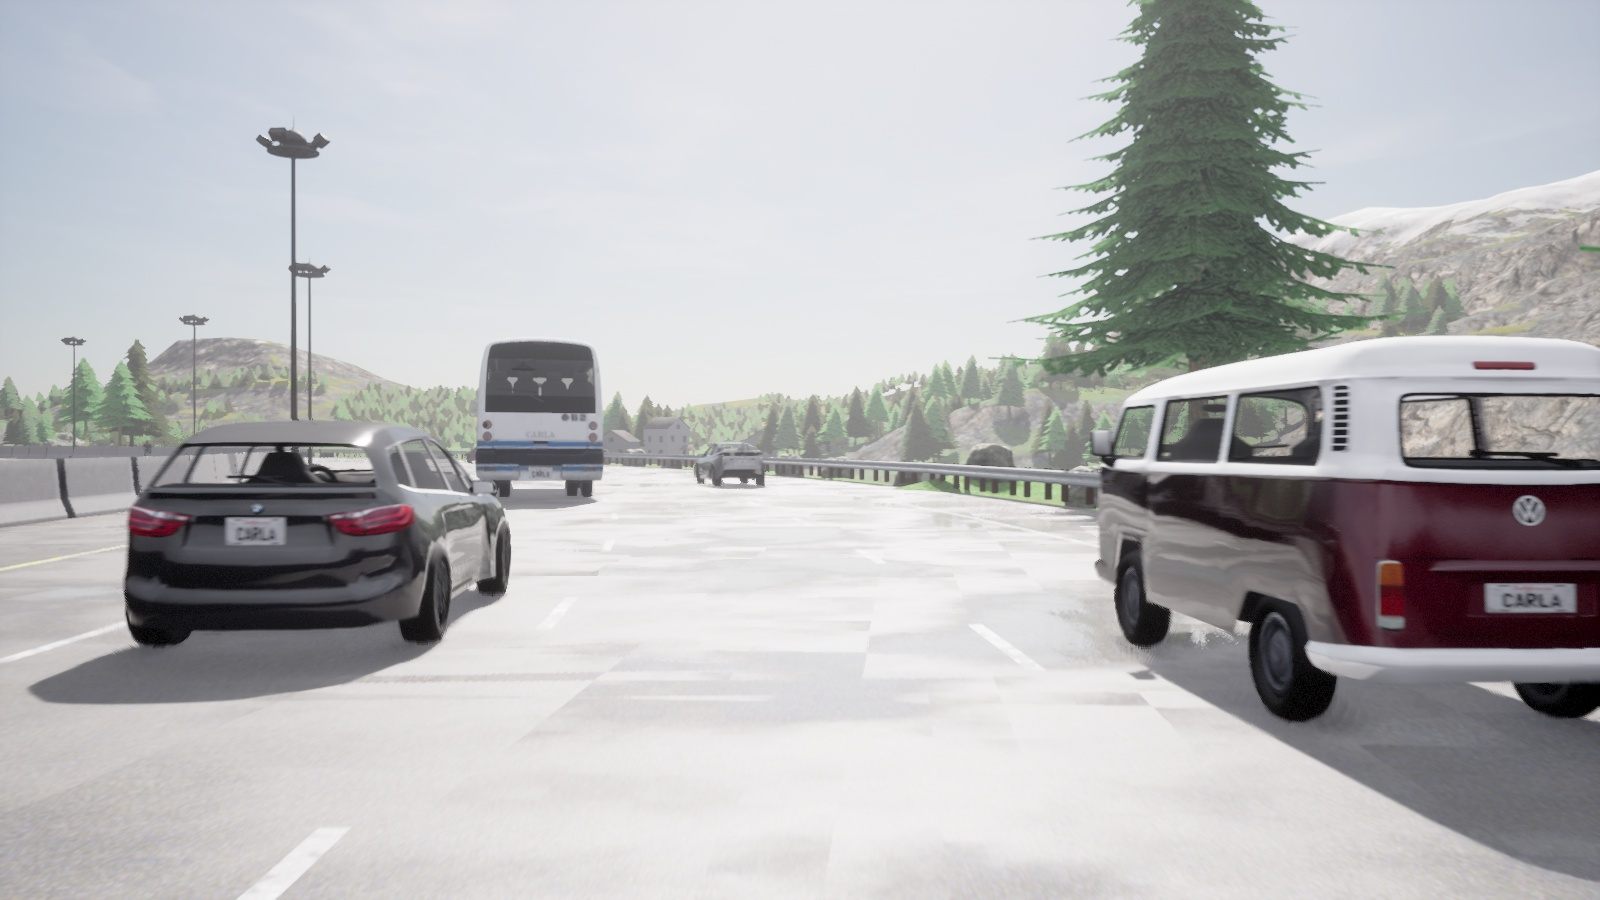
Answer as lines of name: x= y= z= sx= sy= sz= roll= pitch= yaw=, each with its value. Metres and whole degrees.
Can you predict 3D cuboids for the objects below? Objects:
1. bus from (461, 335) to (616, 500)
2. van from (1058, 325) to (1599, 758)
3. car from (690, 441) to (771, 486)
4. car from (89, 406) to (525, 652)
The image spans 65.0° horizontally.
bus: x=-7.943 y=-0.848 z=37.798 sx=3.944 sy=4.253 sz=10.273 roll=0 pitch=0 yaw=-13
van: x=3.297 y=0.426 z=8.194 sx=2.069 sy=2.038 sz=4.480 roll=0 pitch=0 yaw=-3
car: x=-2.552 y=0.438 z=44.903 sx=2.007 sy=1.525 sz=4.514 roll=0 pitch=0 yaw=-15
car: x=-3.864 y=0.527 z=10.898 sx=2.242 sy=1.667 sz=4.611 roll=0 pitch=0 yaw=-4
